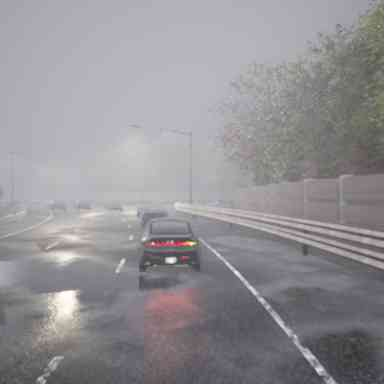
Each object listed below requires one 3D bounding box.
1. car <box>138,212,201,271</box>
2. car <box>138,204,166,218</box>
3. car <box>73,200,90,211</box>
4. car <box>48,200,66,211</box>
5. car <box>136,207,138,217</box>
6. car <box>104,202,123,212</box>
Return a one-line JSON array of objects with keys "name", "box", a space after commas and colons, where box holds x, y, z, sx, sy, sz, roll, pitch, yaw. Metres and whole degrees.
[{"name": "car", "box": [-0.793, 1.649, 11.466, 1.837, 1.490, 4.892, 0, -1, -5]}, {"name": "car", "box": [-2.926, 1.799, 25.294, 1.882, 1.535, 5.008, 0, -1, -11]}, {"name": "car", "box": [-17.959, 2.058, 54.039, 2.097, 1.767, 4.553, 0, -1, -29]}, {"name": "car", "box": [-21.910, 2.061, 53.839, 2.097, 1.767, 4.553, 0, -1, -31]}, {"name": "car", "box": [-5.003, 1.988, 36.255, 1.812, 1.442, 4.674, 0, -1, -10]}, {"name": "car", "box": [-11.905, 2.196, 50.225, 2.033, 1.411, 5.357, 0, -1, -26]}]
